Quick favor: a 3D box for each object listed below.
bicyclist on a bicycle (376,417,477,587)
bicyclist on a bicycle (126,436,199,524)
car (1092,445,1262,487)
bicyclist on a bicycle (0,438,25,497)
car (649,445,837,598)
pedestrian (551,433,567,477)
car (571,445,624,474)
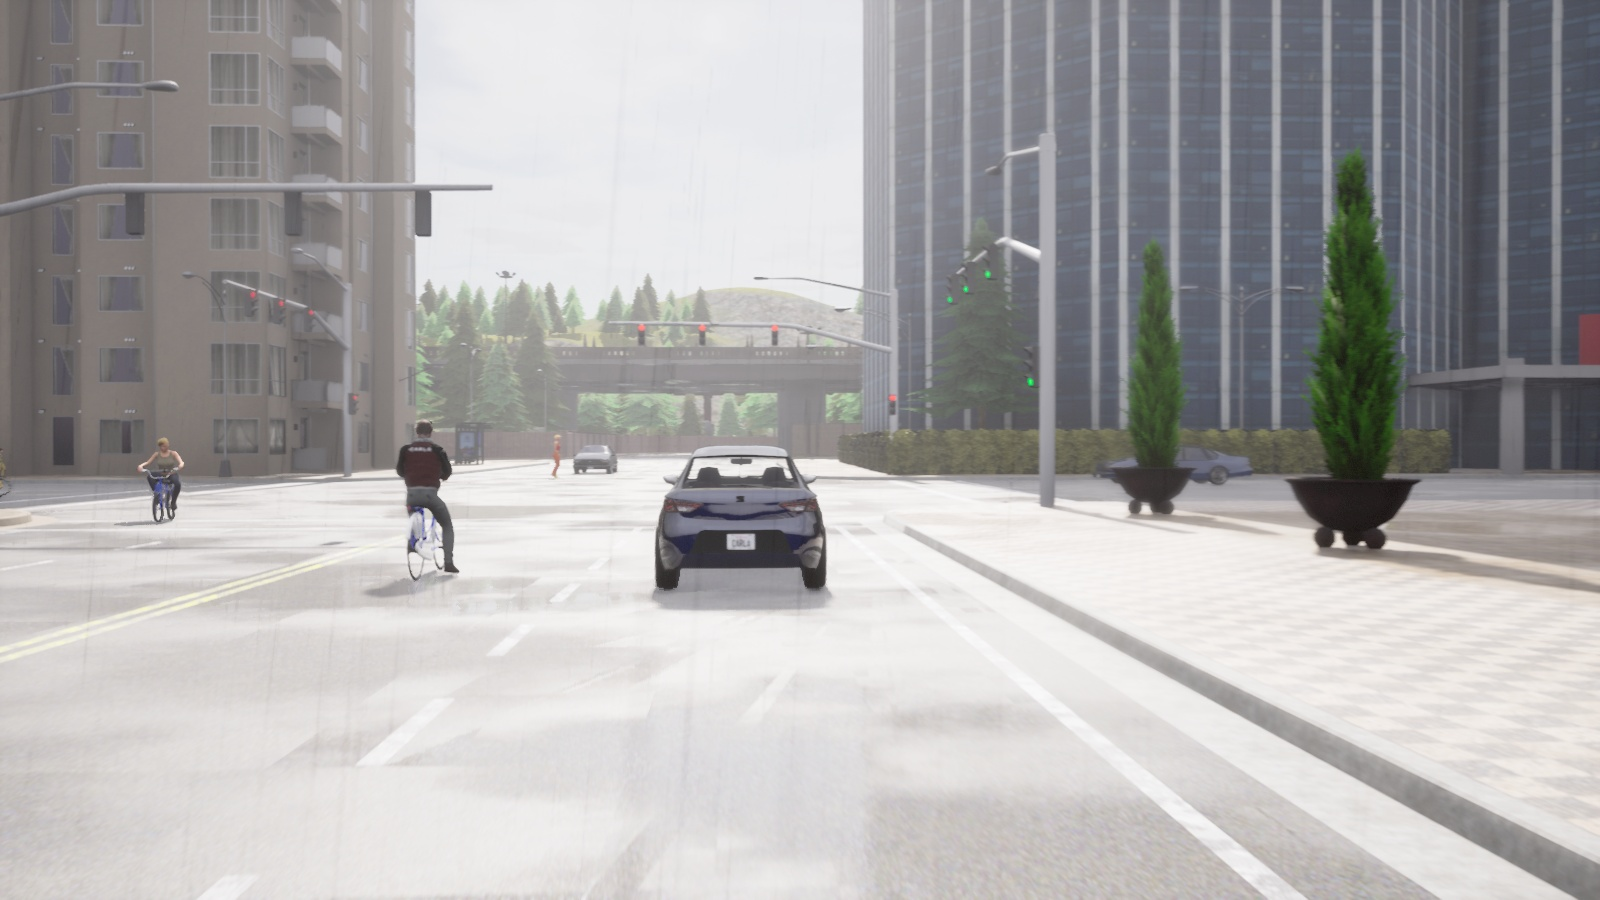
[{"bbox_3d":[-4.148,0.536,14.070,0.659,1.776,1.843,0,1,-3],"label":"bicyclist on a bicycle"},{"bbox_3d":[-12.110,0.545,23.919,0.866,1.612,1.509,-1,1,-13],"label":"bicyclist on a bicycle"},{"bbox_3d":[13.236,0.547,44.282,5.357,1.411,2.033,0,0,-4],"label":"car"},{"bbox_3d":[-22.727,0.479,35.153,1.509,1.612,0.866,0,0,-3],"label":"bicyclist on a bicycle"},{"bbox_3d":[-0.652,0.679,14.230,1.816,1.474,4.193,0,0,-3],"label":"car"},{"bbox_3d":[-10.072,0.216,52.496,0.594,1.836,0.345,0,0,3],"label":"pedestrian"},{"bbox_3d":[-10.020,0.438,62.512,2.033,1.411,5.357,0,0,-3],"label":"car"}]
